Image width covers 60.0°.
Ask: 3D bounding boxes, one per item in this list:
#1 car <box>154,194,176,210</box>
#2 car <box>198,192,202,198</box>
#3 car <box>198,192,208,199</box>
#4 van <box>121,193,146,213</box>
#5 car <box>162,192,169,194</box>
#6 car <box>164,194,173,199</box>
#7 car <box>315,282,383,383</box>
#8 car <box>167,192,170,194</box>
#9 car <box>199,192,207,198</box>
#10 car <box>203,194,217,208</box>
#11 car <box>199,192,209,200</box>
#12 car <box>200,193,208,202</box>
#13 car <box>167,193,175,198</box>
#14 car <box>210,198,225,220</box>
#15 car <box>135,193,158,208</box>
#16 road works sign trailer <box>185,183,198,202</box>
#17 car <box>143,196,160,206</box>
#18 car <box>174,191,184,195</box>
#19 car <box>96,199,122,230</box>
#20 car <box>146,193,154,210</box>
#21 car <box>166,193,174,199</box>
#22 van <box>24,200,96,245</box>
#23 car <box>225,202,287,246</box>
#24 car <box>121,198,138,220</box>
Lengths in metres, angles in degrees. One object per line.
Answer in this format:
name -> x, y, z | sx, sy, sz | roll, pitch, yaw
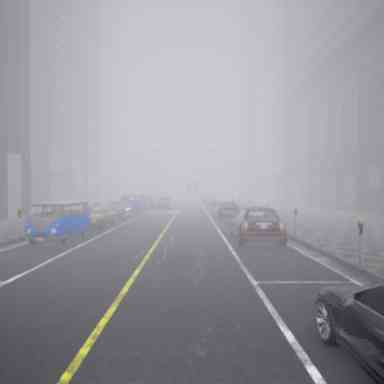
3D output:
car -> -3.115, 1.269, 37.885 | 1.837, 1.490, 4.892 | 0, 0, 0
car -> 2.722, 1.044, 65.381 | 1.967, 1.590, 4.097 | 0, 0, 0
car -> 2.712, 0.828, 82.288 | 2.192, 1.841, 5.009 | 0, 0, 0
van -> -5.784, 1.143, 31.551 | 1.690, 1.788, 3.998 | 0, 0, 0
car -> -5.799, 1.186, 59.735 | 2.008, 1.369, 4.403 | 0, 0, 0
car -> -5.811, 1.095, 82.282 | 1.802, 1.307, 4.206 | 0, 0, 0
car -> 2.758, 1.544, 3.383 | 1.947, 1.339, 4.313 | 0, 0, 0
car -> -5.802, 1.185, 65.372 | 1.802, 1.307, 4.206 | 0, 0, 0
car -> 2.726, 1.217, 59.746 | 1.802, 1.307, 4.206 | 0, 0, 0
car -> 2.736, 1.317, 42.837 | 1.802, 1.307, 4.206 | 0, 0, 0
car -> 2.715, 0.858, 76.651 | 2.192, 1.841, 5.009 | 0, 0, 0
car -> 2.730, 1.250, 54.109 | 1.802, 1.307, 4.206 | 0, 0, 0
car -> -5.818, 1.023, 93.554 | 1.947, 1.339, 4.313 | 0, 0, 0
car -> 2.745, 1.402, 25.927 | 1.947, 1.339, 4.313 | 0, 0, 0
car -> -5.790, 1.049, 42.824 | 2.192, 1.841, 5.009 | 0, 0, 0
road works sign trailer -> -0.034, 0.089, 61.627 | 2.380, 3.560, 2.880 | 0, 0, 0
car -> -5.792, 1.267, 48.462 | 1.947, 1.339, 4.313 | 0, 0, 0
car -> -3.044, 0.502, 78.644 | 2.097, 1.767, 4.553 | 0, 0, 0
car -> -5.776, 1.396, 20.110 | 1.752, 1.417, 4.829 | 0, 0, 0
car -> -5.787, 1.208, 37.188 | 1.967, 1.590, 4.097 | 0, 0, 0
car -> -5.815, 1.050, 87.918 | 1.947, 1.339, 4.313 | 0, 0, 0
van -> -5.774, 1.246, 14.642 | 1.690, 1.788, 3.998 | 0, 0, 0
car -> 2.751, 1.346, 14.654 | 1.967, 1.590, 4.097 | 0, 0, 0
car -> -5.780, 1.386, 25.916 | 2.008, 1.369, 4.403 | 0, 0, 0
